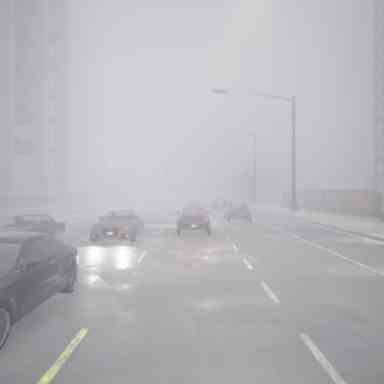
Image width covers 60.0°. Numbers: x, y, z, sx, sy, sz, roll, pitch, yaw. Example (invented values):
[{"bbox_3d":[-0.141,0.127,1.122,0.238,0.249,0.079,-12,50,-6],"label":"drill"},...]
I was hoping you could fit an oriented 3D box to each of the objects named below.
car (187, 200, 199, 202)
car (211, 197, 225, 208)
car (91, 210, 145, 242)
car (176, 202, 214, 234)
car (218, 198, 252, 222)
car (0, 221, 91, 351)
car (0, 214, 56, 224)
[{"bbox_3d":[0.090,1.645,39.772,1.895,1.301,4.718,0,0,0],"label":"car"},{"bbox_3d":[3.564,1.401,43.469,2.097,1.767,4.553,0,0,0],"label":"car"},{"bbox_3d":[-3.501,1.582,16.226,1.994,1.385,4.181,0,0,0],"label":"car"},{"bbox_3d":[0.086,1.547,19.169,1.812,1.442,4.674,0,0,0],"label":"car"},{"bbox_3d":[3.516,1.522,26.345,2.128,1.511,4.902,0,0,0],"label":"car"},{"bbox_3d":[-3.576,1.533,6.206,1.812,1.442,4.674,0,0,0],"label":"car"},{"bbox_3d":[-7.018,1.616,13.845,1.895,1.301,4.718,0,0,0],"label":"car"}]
